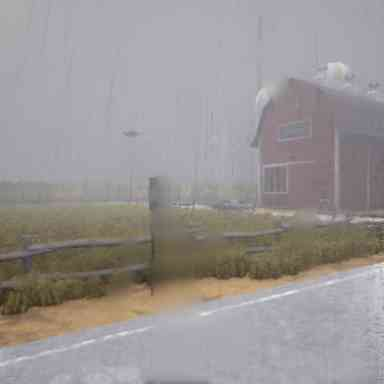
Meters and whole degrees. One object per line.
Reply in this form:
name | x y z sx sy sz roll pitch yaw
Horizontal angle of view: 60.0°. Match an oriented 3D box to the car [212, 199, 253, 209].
car | 3.972 1.430 32.435 1.837 1.490 4.892 0 0 -36
